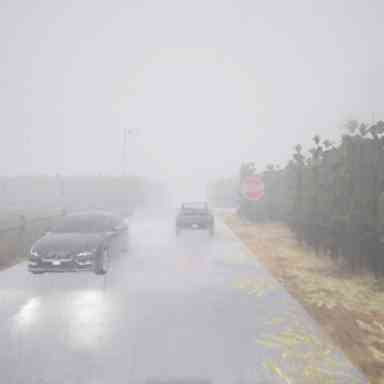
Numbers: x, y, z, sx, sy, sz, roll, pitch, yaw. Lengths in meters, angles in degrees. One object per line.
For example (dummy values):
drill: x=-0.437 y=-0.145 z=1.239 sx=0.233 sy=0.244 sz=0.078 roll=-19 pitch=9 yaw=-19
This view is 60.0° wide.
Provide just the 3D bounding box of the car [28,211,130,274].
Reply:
car: x=-3.138 y=1.386 z=10.172 sx=1.837 sy=1.490 sz=4.892 roll=0 pitch=0 yaw=1

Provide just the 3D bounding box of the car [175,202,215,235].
car: x=0.129 y=1.273 z=17.197 sx=2.128 sy=1.511 sz=4.902 roll=0 pitch=1 yaw=0
